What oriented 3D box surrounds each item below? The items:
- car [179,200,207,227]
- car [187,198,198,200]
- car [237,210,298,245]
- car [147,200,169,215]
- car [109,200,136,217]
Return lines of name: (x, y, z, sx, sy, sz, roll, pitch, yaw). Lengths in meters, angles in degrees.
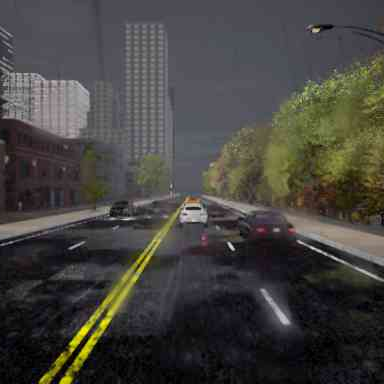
car: (0.097, 1.554, 23.197, 1.812, 1.442, 4.674, 0, 0, 0)
car: (0.090, 1.529, 47.569, 1.882, 1.535, 5.008, 0, 0, 0)
car: (3.349, 1.567, 15.671, 2.033, 1.411, 5.357, 0, 0, 0)
car: (-3.334, 1.565, 33.958, 1.812, 1.442, 4.674, 0, 0, 0)
car: (-6.588, 1.543, 31.944, 1.837, 1.490, 4.892, 0, 0, 0)
